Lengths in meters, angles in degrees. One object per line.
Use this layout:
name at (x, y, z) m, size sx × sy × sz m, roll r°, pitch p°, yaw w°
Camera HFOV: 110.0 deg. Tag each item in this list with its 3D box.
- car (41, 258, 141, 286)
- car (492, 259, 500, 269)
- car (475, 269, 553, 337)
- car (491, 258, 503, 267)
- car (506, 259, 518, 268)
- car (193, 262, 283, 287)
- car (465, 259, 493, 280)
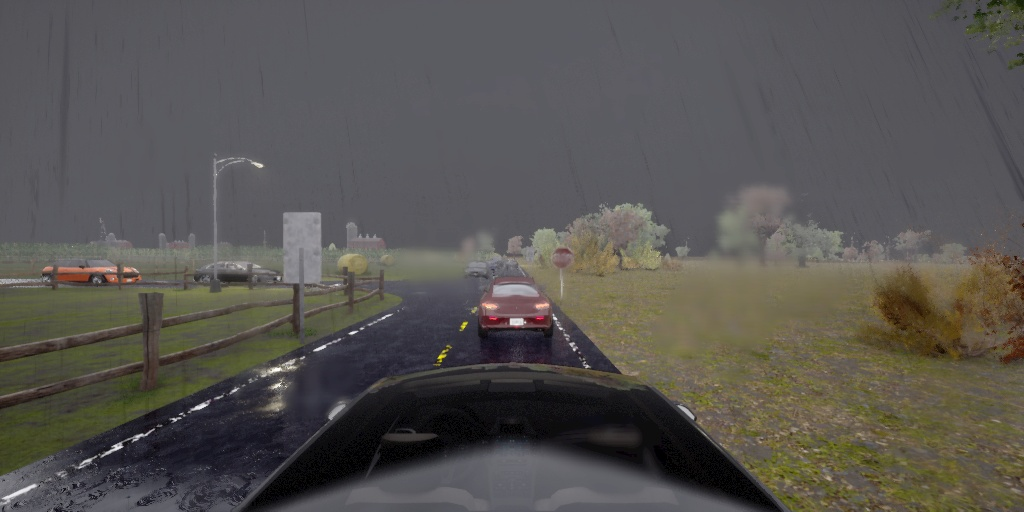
car at (-26.558, 0.948, 22.754) m, size 4.553 × 1.767 × 2.097 m, roll 0°, pitch 1°, yaw -1°
car at (-2.903, 1.372, 44.446) m, size 1.895 × 1.301 × 4.718 m, roll 0°, pitch 0°, yaw 0°
car at (0.053, 1.275, 10.153) m, size 1.812 × 1.442 × 4.674 m, roll 0°, pitch 0°, yaw -1°
car at (-2.897, 1.347, 55.106) m, size 1.994 × 1.385 × 4.181 m, roll 0°, pitch 0°, yaw 0°
car at (0.019, 1.285, 61.170) m, size 2.128 × 1.511 × 4.902 m, roll 0°, pitch 0°, yaw 0°
car at (-17.355, 1.151, 22.861) m, size 4.902 × 1.511 × 2.128 m, roll 0°, pitch 1°, yaw -1°
car at (-2.887, 1.262, 31.050) m, size 1.837 × 1.490 × 4.892 m, roll 0°, pitch 0°, yaw 0°
